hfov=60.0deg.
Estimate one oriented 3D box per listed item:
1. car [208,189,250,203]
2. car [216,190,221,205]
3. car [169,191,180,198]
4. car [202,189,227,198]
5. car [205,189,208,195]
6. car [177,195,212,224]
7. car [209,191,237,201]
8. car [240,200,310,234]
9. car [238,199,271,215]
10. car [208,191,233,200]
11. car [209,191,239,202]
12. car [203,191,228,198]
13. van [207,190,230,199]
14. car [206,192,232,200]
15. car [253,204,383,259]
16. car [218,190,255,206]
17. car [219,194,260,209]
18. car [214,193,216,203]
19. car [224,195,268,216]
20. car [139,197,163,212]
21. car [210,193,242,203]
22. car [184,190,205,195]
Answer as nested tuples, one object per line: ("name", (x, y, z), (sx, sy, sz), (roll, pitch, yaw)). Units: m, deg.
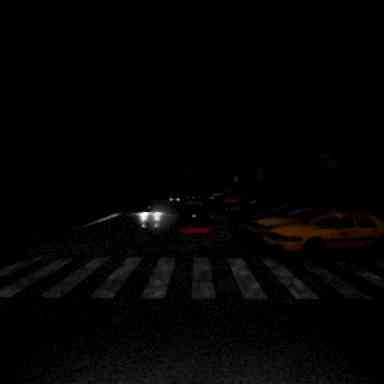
("car", (5.432, 0.764, 41.998), (5.566, 2.045, 2.435), (1, 1, -20))
("car", (5.438, 0.957, 36.025), (4.553, 1.767, 2.185), (1, 1, -20))
("car", (-3.800, 0.491, 73.061), (2.097, 1.767, 4.553), (0, 0, 0))
("car", (5.681, 0.373, 84.085), (5.566, 2.045, 2.435), (1, 0, -20))
("car", (5.480, 0.669, 51.014), (5.566, 2.045, 2.435), (1, 1, -20))
("car", (0.136, 1.239, 22.314), (1.882, 1.535, 5.008), (0, 1, 0))
("car", (5.529, 0.709, 60.030), (4.553, 1.767, 2.185), (1, 0, -20))
("car", (5.145, 1.333, 14.950), (5.366, 1.575, 1.946), (1, 1, -20))
("car", (5.333, 1.302, 18.014), (4.892, 1.521, 2.231), (1, 1, -20))
("car", (5.629, 0.656, 66.046), (4.553, 1.767, 2.185), (1, 1, -20))
("car", (5.511, 0.737, 57.029), (4.553, 1.767, 2.185), (1, 0, -20))
("car", (5.469, 0.671, 77.995), (5.366, 1.575, 1.946), (1, 1, -20))
("van", (5.735, 0.504, 72.093), (4.442, 1.987, 1.878), (1, 0, -20))
("car", (5.602, 0.755, 69.051), (5.008, 1.535, 2.097), (1, 0, -20))
("car", (5.140, 1.371, 11.949), (5.366, 1.575, 1.946), (1, 1, -20))
("car", (5.420, 0.991, 33.024), (4.553, 1.767, 2.185), (1, 1, -20))
("car", (5.344, 1.181, 30.006), (4.792, 1.488, 2.163), (1, 1, -20))
("car", (5.420, 1.088, 39.023), (4.674, 1.452, 2.002), (1, 0, -20))
("car", (5.359, 1.229, 27.015), (4.674, 1.452, 2.002), (1, 1, -20))
("car", (-3.897, 1.203, 32.362), (1.994, 1.385, 4.181), (0, 1, 0))
("car", (5.497, 0.921, 54.016), (4.792, 1.488, 2.163), (1, 1, -20))
("car", (0.217, 0.745, 42.542), (2.150, 2.045, 5.566), (0, 1, 0))
